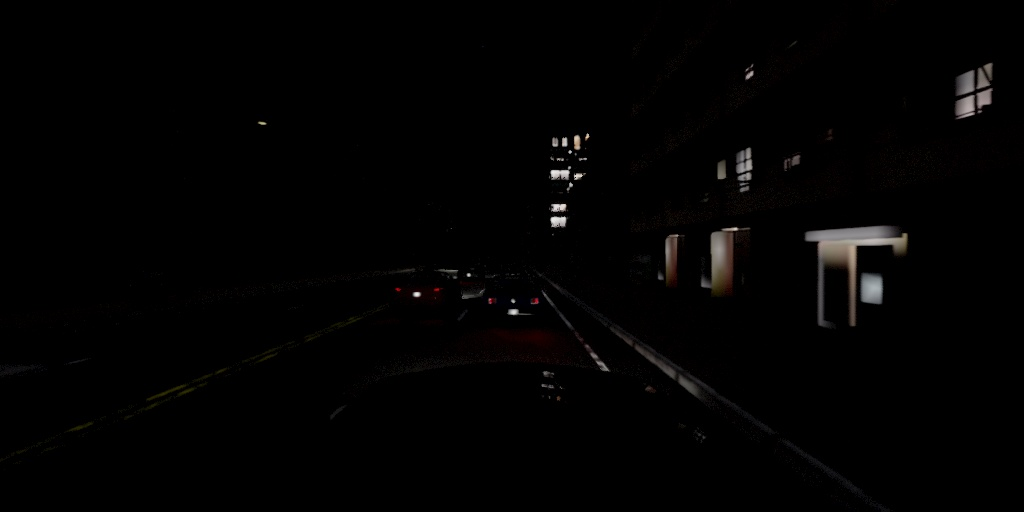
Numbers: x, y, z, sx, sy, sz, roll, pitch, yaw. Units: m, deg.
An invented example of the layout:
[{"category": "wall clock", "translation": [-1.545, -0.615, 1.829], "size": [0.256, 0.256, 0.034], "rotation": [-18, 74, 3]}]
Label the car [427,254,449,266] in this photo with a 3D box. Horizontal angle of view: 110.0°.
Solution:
[{"category": "car", "translation": [-9.834, 0.744, 48.567], "size": [2.150, 2.045, 5.566], "rotation": [0, 0, 0]}]

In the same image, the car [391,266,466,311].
[{"category": "car", "translation": [-3.184, 1.252, 14.048], "size": [1.994, 1.385, 4.181], "rotation": [0, 0, 0]}]

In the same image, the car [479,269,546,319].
[{"category": "car", "translation": [0.058, 1.298, 12.445], "size": [1.895, 1.301, 4.718], "rotation": [0, 0, 0]}]

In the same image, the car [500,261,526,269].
[{"category": "car", "translation": [0.061, 1.123, 28.944], "size": [1.837, 1.490, 4.892], "rotation": [0, 1, 0]}]

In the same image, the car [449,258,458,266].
[{"category": "car", "translation": [-6.593, 1.033, 47.182], "size": [1.837, 1.490, 4.892], "rotation": [0, 0, 0]}]

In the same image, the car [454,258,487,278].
[{"category": "car", "translation": [-3.190, 1.123, 29.004], "size": [1.837, 1.490, 4.892], "rotation": [0, 1, 0]}]
